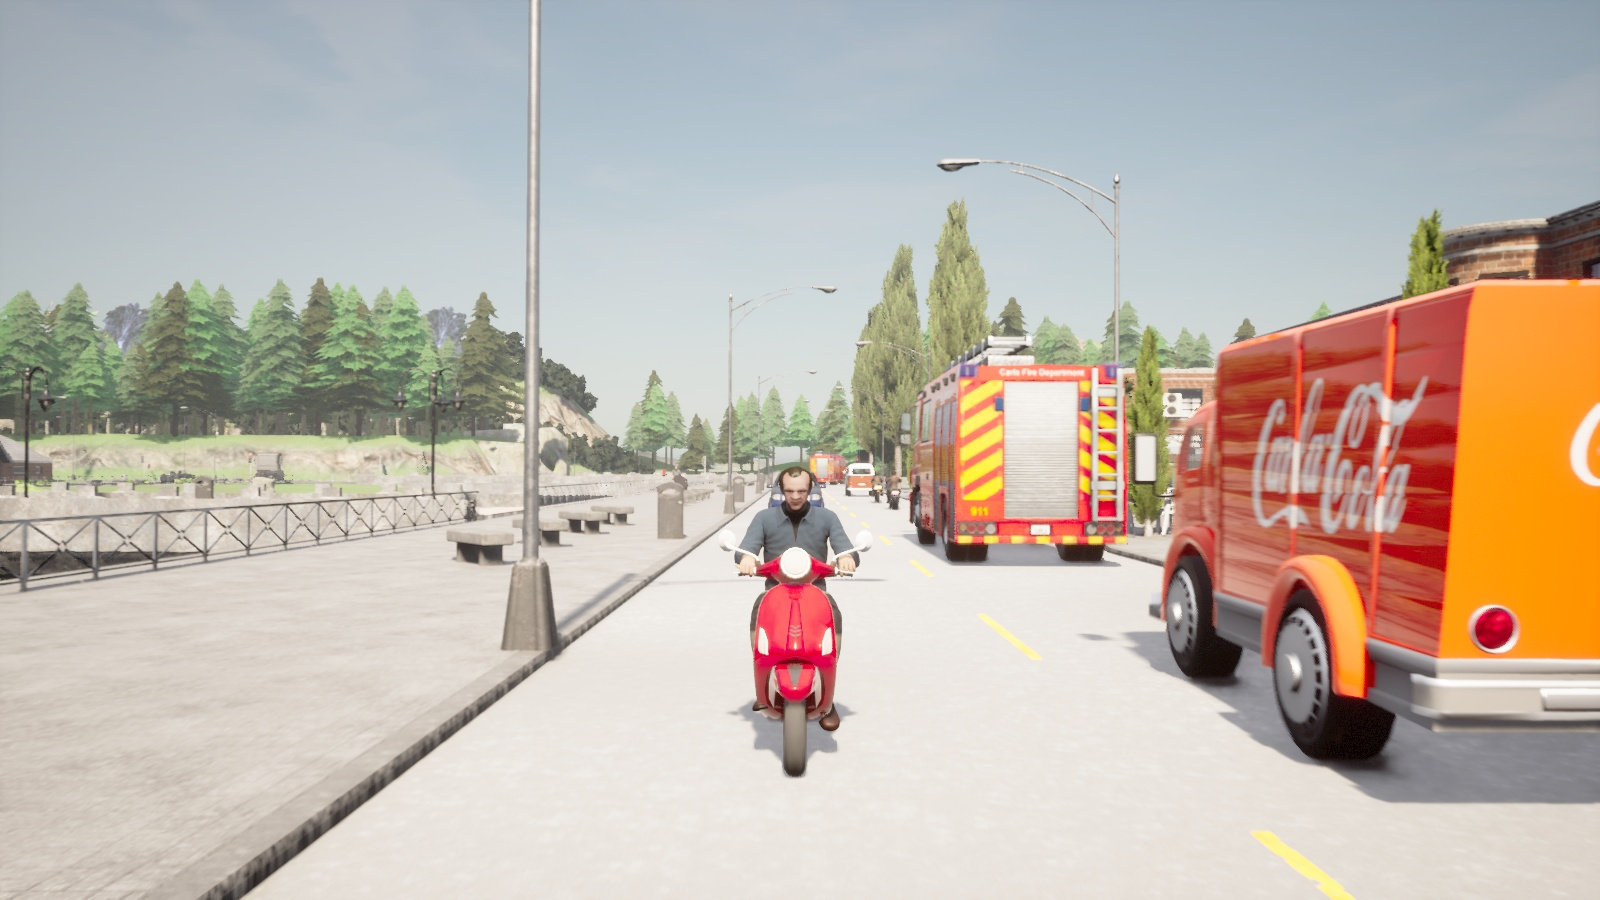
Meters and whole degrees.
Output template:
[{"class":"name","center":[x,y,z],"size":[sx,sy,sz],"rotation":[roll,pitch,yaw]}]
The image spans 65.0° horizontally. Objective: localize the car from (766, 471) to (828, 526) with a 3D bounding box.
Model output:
[{"class":"car","center":[-0.098,1.430,38.028],"size":[1.789,1.549,3.705],"rotation":[0,-1,0]}]

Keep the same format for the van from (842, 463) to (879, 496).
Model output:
[{"class":"van","center":[3.793,1.851,79.350],"size":[2.069,2.038,4.480],"rotation":[0,-1,0]}]

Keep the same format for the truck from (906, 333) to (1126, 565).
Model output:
[{"class":"truck","center":[3.929,0.053,25.042],"size":[2.891,3.827,8.468],"rotation":[0,-1,0]}]

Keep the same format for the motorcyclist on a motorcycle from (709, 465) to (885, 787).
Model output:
[{"class":"motorcyclist on a motorcycle","center":[-0.019,0.888,7.144],"size":[0.866,1.590,1.817],"rotation":[0,-1,0]}]

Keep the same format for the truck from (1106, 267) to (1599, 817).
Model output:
[{"class":"truck","center":[3.975,0.450,8.252],"size":[2.627,2.467,5.204],"rotation":[0,-1,0]}]

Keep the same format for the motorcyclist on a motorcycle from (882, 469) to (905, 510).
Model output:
[{"class":"motorcyclist on a motorcycle","center":[3.864,1.620,51.969],"size":[0.766,1.649,2.350],"rotation":[0,-1,0]}]
